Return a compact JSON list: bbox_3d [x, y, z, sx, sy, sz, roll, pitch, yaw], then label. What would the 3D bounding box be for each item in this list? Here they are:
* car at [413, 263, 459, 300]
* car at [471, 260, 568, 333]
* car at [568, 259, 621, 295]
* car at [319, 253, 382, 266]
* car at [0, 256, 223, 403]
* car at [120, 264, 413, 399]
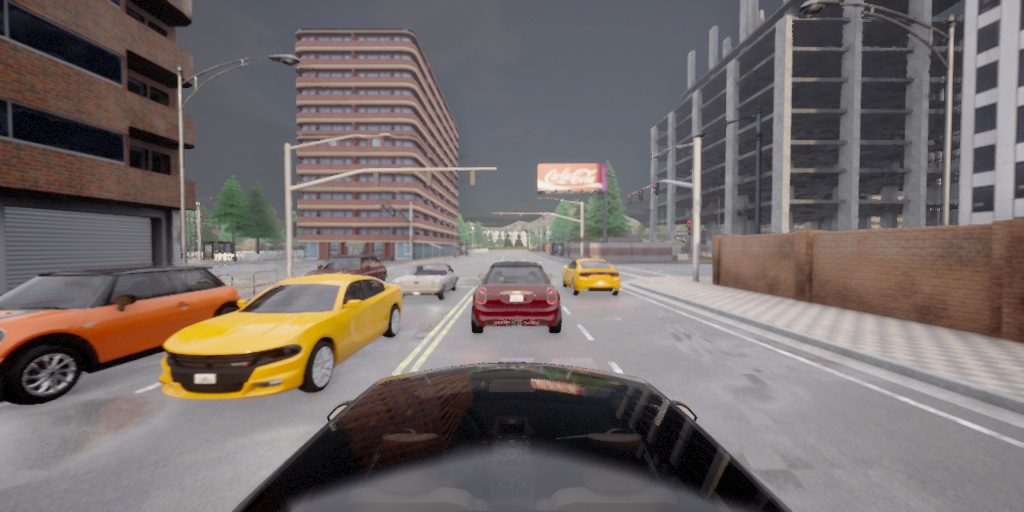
[{"bbox_3d":[-3.501,1.006,15.344,1.895,1.301,4.718,0,1,0],"label":"car"},{"bbox_3d":[0.100,0.891,10.042,2.097,1.767,4.553,0,1,0],"label":"car"},{"bbox_3d":[3.498,0.851,16.571,1.882,1.535,5.008,0,1,0],"label":"car"},{"bbox_3d":[-7.001,0.756,15.397,2.097,1.767,4.553,0,1,0],"label":"car"},{"bbox_3d":[-7.078,0.992,6.106,2.097,1.767,4.553,0,1,0],"label":"car"},{"bbox_3d":[-3.577,1.102,6.690,1.882,1.535,5.008,0,1,0],"label":"car"}]
